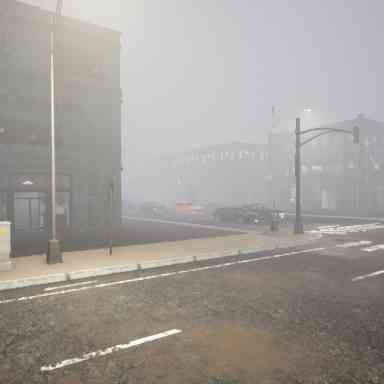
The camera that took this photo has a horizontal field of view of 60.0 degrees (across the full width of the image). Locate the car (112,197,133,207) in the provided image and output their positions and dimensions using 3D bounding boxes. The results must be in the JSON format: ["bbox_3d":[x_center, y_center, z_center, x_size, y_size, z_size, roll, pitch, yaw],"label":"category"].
[{"bbox_3d":[-13.619,1.937,65.380,2.192,1.841,5.009,-1,0,-35],"label":"car"}]

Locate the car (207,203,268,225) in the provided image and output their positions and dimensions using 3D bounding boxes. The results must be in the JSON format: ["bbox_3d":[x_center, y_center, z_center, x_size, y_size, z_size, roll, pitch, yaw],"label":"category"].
[{"bbox_3d":[3.526,1.812,26.583,1.947,1.339,4.313,-2,0,-35],"label":"car"}]

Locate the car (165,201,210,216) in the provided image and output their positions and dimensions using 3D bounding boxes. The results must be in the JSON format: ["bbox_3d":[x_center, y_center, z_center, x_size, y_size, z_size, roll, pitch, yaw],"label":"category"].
[{"bbox_3d":[-0.574,1.822,37.055,1.882,1.535,5.008,-1,0,-36],"label":"car"}]

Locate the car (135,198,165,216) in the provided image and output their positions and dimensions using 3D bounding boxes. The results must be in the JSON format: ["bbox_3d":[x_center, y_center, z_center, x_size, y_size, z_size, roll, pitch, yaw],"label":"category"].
[{"bbox_3d":[-4.416,1.844,37.965,1.967,1.590,4.097,-1,0,-35],"label":"car"}]

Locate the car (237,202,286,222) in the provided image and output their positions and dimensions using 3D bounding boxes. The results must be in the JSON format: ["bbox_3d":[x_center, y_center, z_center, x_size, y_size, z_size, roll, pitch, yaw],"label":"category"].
[{"bbox_3d":[5.702,1.711,28.216,2.128,1.511,4.902,-1,0,-35],"label":"car"}]

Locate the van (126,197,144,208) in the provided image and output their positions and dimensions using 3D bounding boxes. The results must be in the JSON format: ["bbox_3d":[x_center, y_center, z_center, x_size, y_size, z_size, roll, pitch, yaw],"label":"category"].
[{"bbox_3d":[-10.412,1.904,60.869,1.690,1.788,3.998,-1,0,-35],"label":"van"}]

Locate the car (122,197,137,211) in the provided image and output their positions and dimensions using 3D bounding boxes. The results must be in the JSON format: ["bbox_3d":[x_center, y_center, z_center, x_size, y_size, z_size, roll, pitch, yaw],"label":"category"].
[{"bbox_3d":[-9.810,2.000,50.115,1.882,1.535,5.008,-1,0,-35],"label":"car"}]

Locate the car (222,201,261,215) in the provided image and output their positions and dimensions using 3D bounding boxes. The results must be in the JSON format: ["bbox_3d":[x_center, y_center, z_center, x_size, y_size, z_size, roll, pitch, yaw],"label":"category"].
[{"bbox_3d":[5.623,1.807,38.309,2.008,1.369,4.403,-2,0,-35],"label":"car"}]

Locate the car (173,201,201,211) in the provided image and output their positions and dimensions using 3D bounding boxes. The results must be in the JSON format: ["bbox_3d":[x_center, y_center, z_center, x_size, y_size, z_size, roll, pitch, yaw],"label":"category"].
[{"bbox_3d":[-0.788,1.963,47.333,1.802,1.307,4.206,-2,0,-35],"label":"car"}]
